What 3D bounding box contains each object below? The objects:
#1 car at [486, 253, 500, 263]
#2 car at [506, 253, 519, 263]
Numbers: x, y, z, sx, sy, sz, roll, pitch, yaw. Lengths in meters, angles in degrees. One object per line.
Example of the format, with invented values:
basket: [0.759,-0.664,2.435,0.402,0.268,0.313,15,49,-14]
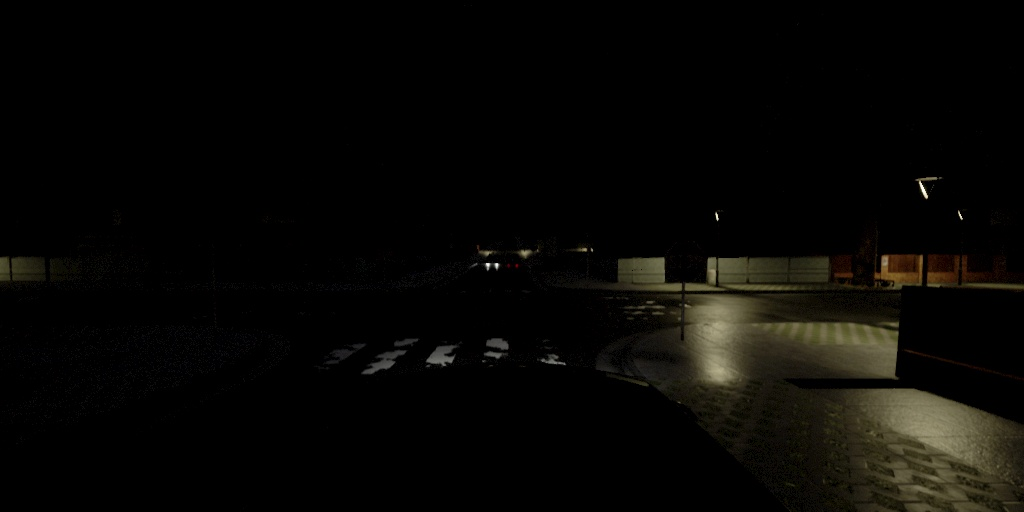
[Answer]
car: [-2.649,0.243,51.051,2.033,1.411,5.357,0,2,0]
car: [0.107,0.279,51.609,1.895,1.301,4.718,0,2,0]
